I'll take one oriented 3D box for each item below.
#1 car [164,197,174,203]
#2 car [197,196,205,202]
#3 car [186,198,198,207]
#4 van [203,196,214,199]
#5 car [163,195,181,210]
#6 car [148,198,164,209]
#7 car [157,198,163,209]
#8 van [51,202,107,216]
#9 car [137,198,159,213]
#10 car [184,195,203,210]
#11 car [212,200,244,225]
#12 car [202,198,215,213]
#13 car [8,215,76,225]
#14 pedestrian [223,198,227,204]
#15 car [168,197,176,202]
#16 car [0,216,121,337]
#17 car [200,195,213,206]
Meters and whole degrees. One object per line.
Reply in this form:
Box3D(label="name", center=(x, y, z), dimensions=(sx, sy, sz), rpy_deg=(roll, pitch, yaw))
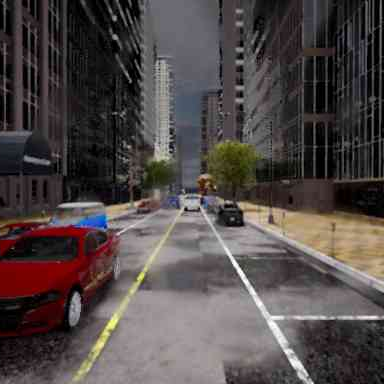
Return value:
Box3D(label="car", center=(-5.315, 1.903, 78.238), dimensions=(2.008, 1.369, 4.403), rpy_deg=(-1, 0, 0))
Box3D(label="car", center=(2.565, 1.872, 95.215), dimensions=(1.967, 1.590, 4.097), rpy_deg=(-1, 0, 0))
Box3D(label="car", center=(0.008, 1.807, 58.435), dimensions=(2.033, 1.411, 5.357), rpy_deg=(0, 0, 0))
Box3D(label="van", center=(2.558, 1.562, 50.027), dimensions=(1.690, 1.788, 3.998), rpy_deg=(-1, 0, 0))
Box3D(label="car", center=(-2.829, 1.430, 47.792), dimensions=(2.150, 2.045, 5.566), rpy_deg=(0, 0, 0))
Box3D(label="car", center=(-5.321, 1.661, 49.996), dimensions=(1.967, 1.590, 4.097), rpy_deg=(-1, 0, 0))
Box3D(label="car", center=(-5.322, 1.739, 44.348), dimensions=(1.887, 1.381, 4.507), rpy_deg=(-1, 0, 0))
Box3D(label="van", center=(-5.326, 1.411, 16.105), dimensions=(1.690, 1.788, 3.998), rpy_deg=(-1, 0, 0))
Box3D(label="car", center=(-5.320, 1.751, 38.698), dimensions=(1.802, 1.307, 4.206), rpy_deg=(-1, 0, 0))
Box3D(label="car", center=(0.059, 1.422, 45.471), dimensions=(2.150, 2.045, 5.566), rpy_deg=(0, 0, 1))
Box3D(label="car", center=(2.754, 1.614, 25.115), dimensions=(1.837, 1.490, 4.892), rpy_deg=(0, 0, 0))
Box3D(label="car", center=(2.560, 1.720, 38.729), dimensions=(2.008, 1.369, 4.403), rpy_deg=(-1, 0, 0))
Box3D(label="car", center=(-5.324, 1.627, 10.456), dimensions=(1.802, 1.307, 4.206), rpy_deg=(-1, 0, 0))
Box3D(label="pedestrian", center=(2.754, 1.415, 28.050), dimensions=(0.375, 1.860, 0.375), rpy_deg=(-1, 1, 0))
Box3D(label="car", center=(-5.314, 1.950, 89.535), dimensions=(1.887, 1.381, 4.507), rpy_deg=(-1, 0, 0))
Box3D(label="car", center=(-2.849, 1.508, 7.098), dimensions=(1.882, 1.535, 5.008), rpy_deg=(0, 0, 0))
Box3D(label="car", center=(2.559, 1.588, 61.324), dimensions=(2.192, 1.841, 5.009), rpy_deg=(-1, 0, 0))
